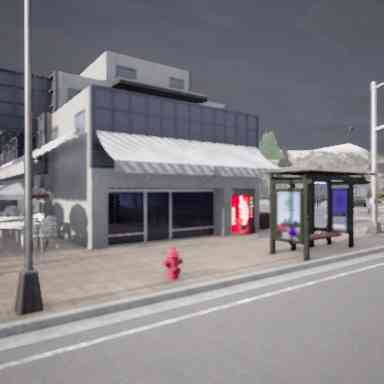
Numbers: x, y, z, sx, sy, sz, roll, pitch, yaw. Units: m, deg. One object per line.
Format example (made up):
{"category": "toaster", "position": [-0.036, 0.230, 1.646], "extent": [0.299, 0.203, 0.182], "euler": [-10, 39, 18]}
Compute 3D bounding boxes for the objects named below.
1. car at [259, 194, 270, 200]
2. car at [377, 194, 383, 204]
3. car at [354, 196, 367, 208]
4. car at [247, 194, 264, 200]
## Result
{"category": "car", "position": [18.897, 1.223, 87.032], "extent": [5.027, 1.636, 2.152], "euler": [0, 0, -36]}
{"category": "car", "position": [32.051, 1.025, 54.257], "extent": [4.605, 1.855, 1.932], "euler": [0, 0, -36]}
{"category": "car", "position": [20.105, 1.239, 41.645], "extent": [3.806, 1.475, 1.970], "euler": [0, 0, -36]}
{"category": "car", "position": [17.026, 1.232, 89.550], "extent": [4.514, 1.523, 2.007], "euler": [0, 0, -36]}
